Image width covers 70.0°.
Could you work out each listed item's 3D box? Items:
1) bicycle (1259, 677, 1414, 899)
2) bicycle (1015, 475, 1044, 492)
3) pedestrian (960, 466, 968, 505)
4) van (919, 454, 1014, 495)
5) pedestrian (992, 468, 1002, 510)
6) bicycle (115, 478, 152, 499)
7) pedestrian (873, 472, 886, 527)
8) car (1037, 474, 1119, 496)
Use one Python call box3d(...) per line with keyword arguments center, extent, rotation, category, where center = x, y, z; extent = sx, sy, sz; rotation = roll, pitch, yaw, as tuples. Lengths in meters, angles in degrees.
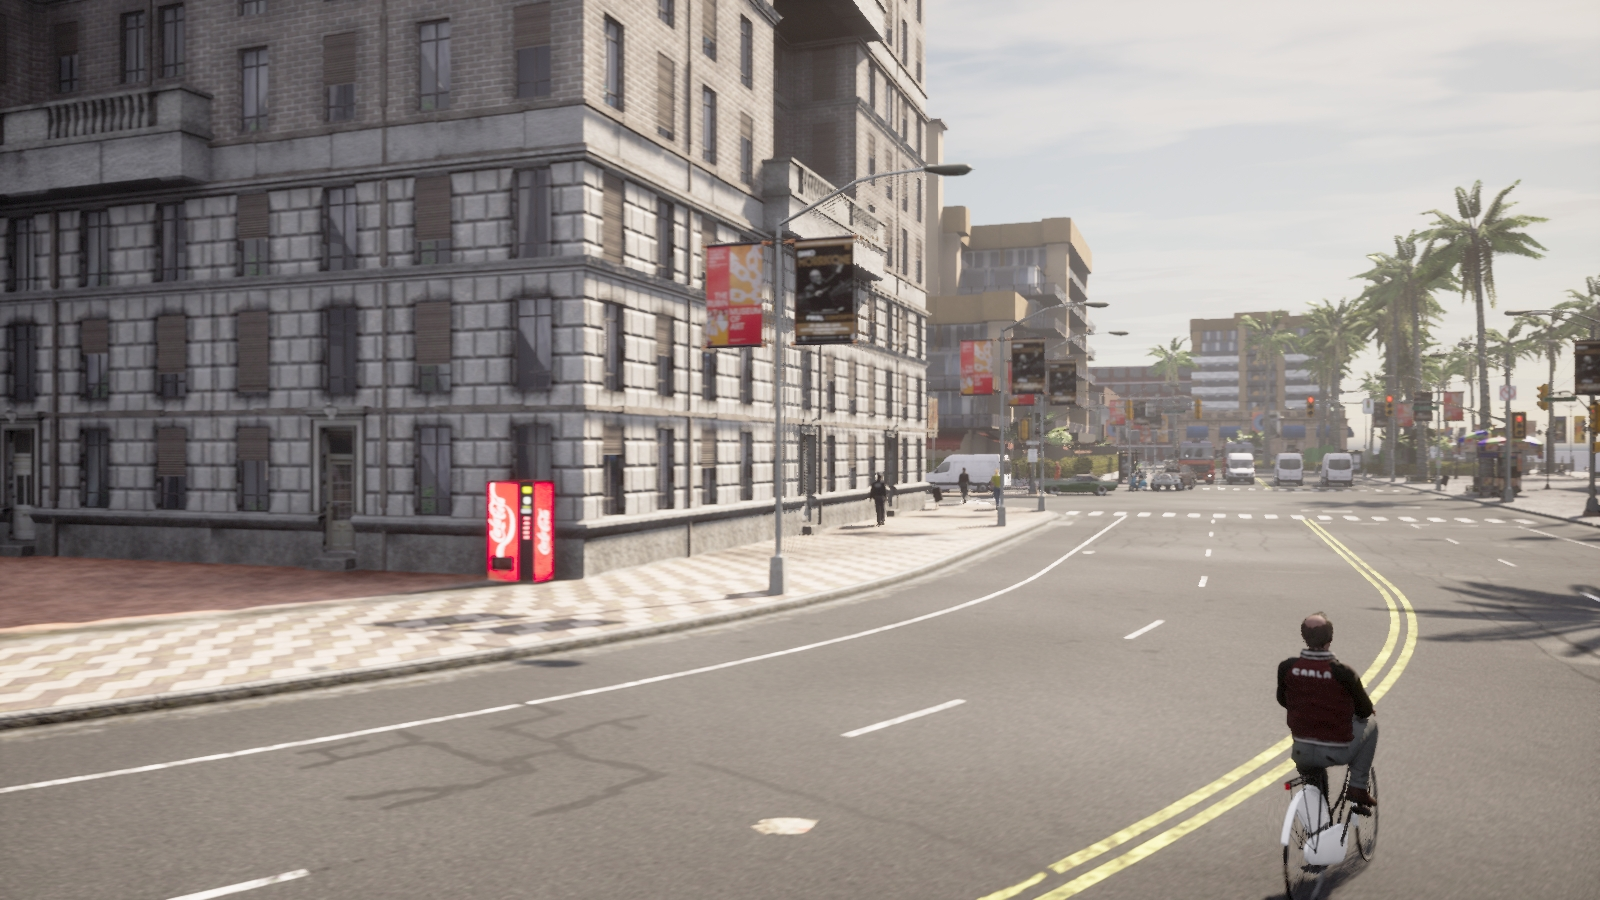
box3d(center=(3.506, 2.212, 7.387), extent=(0.329, 1.171, 1.835), rotation=(-2, -1, 43), category="bicycle")
box3d(center=(15.366, 2.232, 76.437), extent=(1.835, 1.171, 0.329), rotation=(0, 0, 1), category="bicycle")
box3d(center=(7.923, 1.715, 55.268), extent=(0.375, 1.860, 0.375), rotation=(0, 0, 12), category="pedestrian")
box3d(center=(10.885, 1.557, 74.985), extent=(5.915, 2.561, 1.988), rotation=(0, 0, 35), category="van")
box3d(center=(8.733, 1.711, 50.594), extent=(0.375, 1.860, 0.375), rotation=(0, 0, 2), category="pedestrian")
box3d(center=(-38.984, 2.269, 66.813), extent=(1.835, 1.171, 0.329), rotation=(0, -7, -36), category="bicycle")
box3d(center=(2.763, 1.709, 39.647), extent=(0.375, 1.860, 0.375), rotation=(0, 0, 21), category="pedestrian")
box3d(center=(17.385, 2.175, 71.707), extent=(4.718, 1.301, 1.895), rotation=(0, 0, 3), category="car")
